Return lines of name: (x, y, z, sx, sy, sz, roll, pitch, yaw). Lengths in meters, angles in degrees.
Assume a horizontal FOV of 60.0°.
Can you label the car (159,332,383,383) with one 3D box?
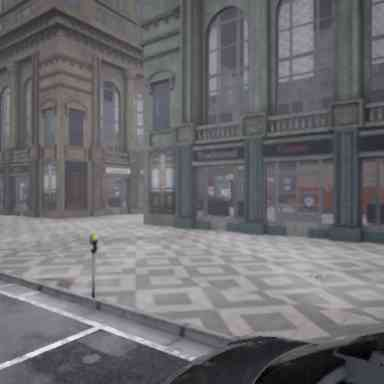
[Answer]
car: (1.589, 1.566, 1.826, 4.313, 1.339, 1.947, 0, 0, 35)
